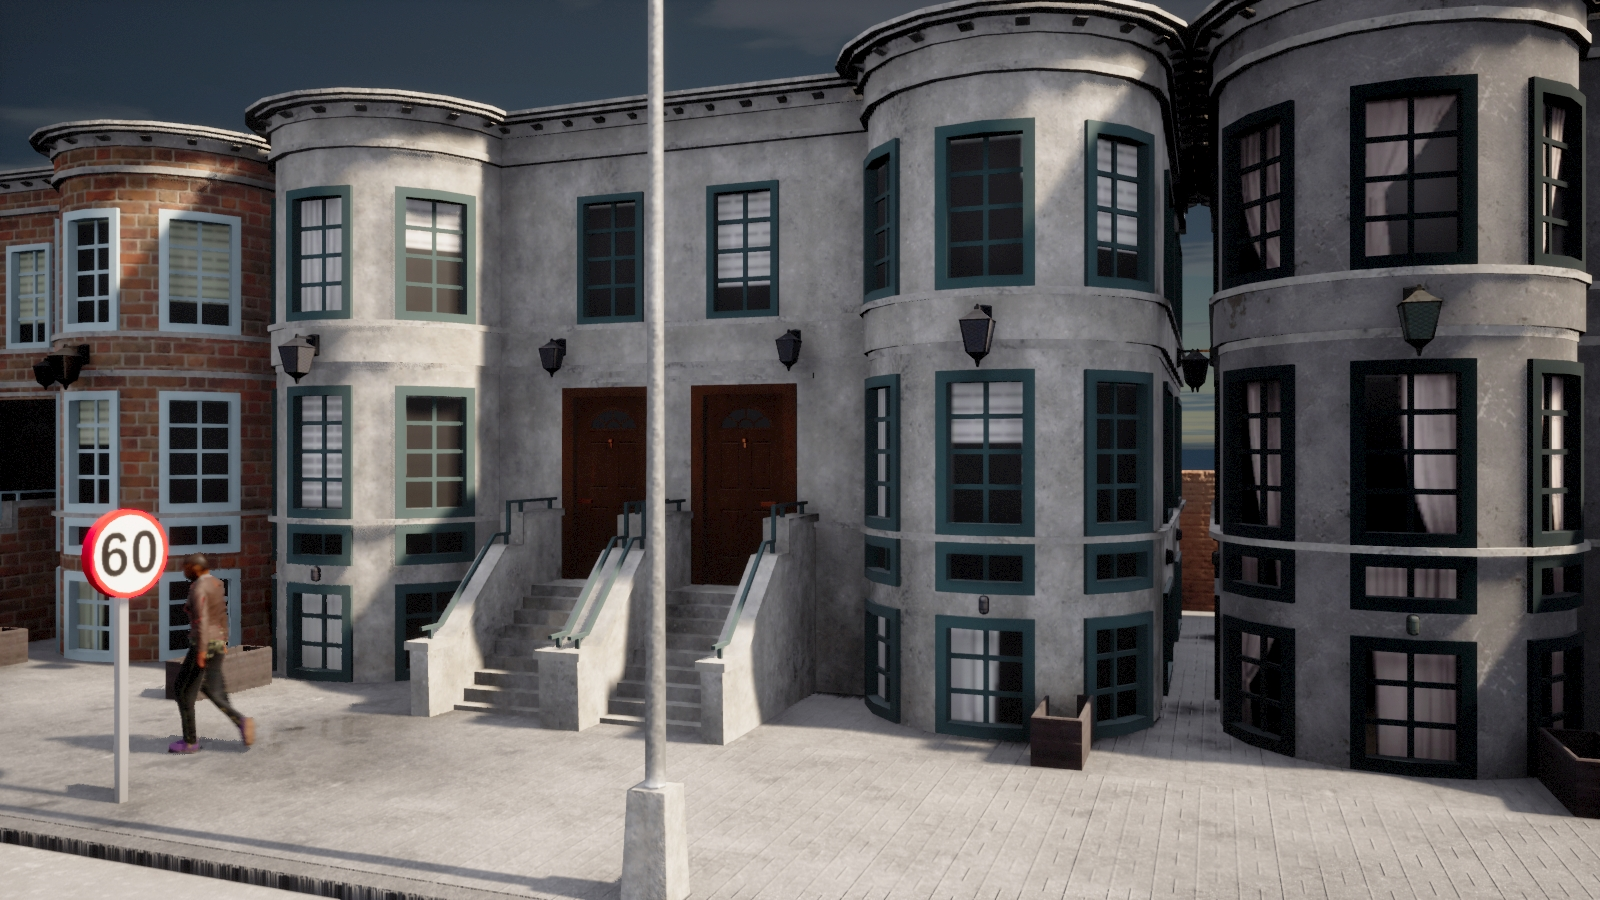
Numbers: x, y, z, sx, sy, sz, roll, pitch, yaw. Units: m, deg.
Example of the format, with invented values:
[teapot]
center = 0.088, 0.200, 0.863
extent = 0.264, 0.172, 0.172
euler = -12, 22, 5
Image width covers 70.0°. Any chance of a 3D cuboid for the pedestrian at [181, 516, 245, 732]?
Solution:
[pedestrian]
center = -5.204, 1.524, 10.135
extent = 0.375, 1.860, 0.375
euler = 0, 0, -1
